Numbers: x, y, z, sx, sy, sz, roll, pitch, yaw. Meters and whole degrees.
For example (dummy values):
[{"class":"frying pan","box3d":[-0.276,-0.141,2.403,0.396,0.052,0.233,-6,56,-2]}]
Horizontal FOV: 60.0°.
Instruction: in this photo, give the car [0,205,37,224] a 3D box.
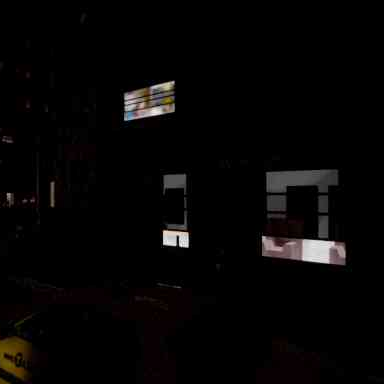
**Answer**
[{"class":"car","box3d":[-14.854,1.875,27.355,1.994,1.385,4.181,0,-1,35]}]

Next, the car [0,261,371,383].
[{"class":"car","box3d":[-0.817,1.527,3.438,4.829,1.417,1.752,0,0,35]}]
